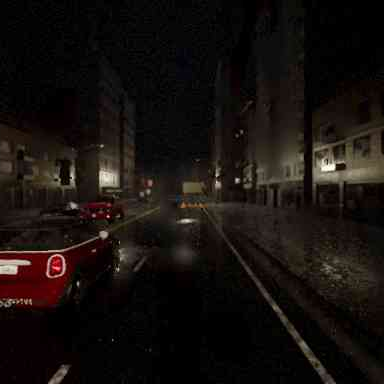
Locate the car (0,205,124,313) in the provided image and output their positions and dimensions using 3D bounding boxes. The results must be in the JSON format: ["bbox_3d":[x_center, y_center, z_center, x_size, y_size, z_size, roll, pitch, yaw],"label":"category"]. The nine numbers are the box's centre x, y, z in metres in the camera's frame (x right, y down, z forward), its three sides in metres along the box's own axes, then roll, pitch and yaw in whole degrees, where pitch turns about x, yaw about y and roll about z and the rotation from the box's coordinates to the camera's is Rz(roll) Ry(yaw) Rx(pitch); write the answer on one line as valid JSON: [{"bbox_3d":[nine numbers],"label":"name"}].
[{"bbox_3d":[-3.147,1.357,7.842,2.097,1.767,4.553,0,0,0],"label":"car"}]

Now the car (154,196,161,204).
[{"bbox_3d":[-6.487,1.531,66.112,1.882,1.535,5.008,0,0,0],"label":"car"}]

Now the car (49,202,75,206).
[{"bbox_3d":[-9.839,1.508,25.032,2.128,1.511,4.902,0,0,0],"label":"car"}]

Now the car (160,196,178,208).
[{"bbox_3d":[-3.138,1.596,49.266,1.994,1.385,4.181,0,0,0],"label":"car"}]

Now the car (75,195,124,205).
[{"bbox_3d":[-6.591,1.240,25.116,2.150,2.045,5.566,0,0,0],"label":"car"}]

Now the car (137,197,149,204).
[{"bbox_3d":[-9.735,1.600,66.111,2.033,1.411,5.357,0,0,0],"label":"car"}]

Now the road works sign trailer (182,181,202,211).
[{"bbox_3d":[0.010,0.490,40.880,2.380,3.560,2.880,0,0,0],"label":"road works sign trailer"}]
